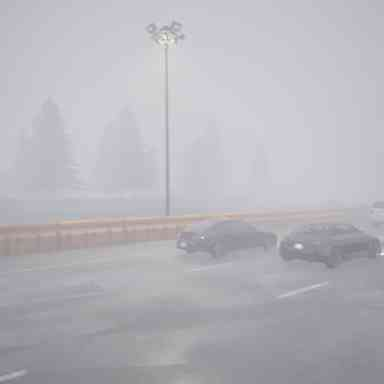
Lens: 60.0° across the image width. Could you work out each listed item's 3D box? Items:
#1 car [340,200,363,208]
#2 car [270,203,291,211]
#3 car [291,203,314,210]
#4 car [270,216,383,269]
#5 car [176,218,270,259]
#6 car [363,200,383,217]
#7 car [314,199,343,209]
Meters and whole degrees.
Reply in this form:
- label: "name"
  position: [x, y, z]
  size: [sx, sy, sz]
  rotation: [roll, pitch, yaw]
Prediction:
- label: "car"
  position: [22.550, 2.147, 45.443]
  size: [1.882, 1.535, 5.008]
  rotation: [-2, -2, 44]
- label: "car"
  position: [14.228, 2.420, 51.867]
  size: [5.357, 1.411, 2.033]
  rotation: [1, -2, -45]
- label: "car"
  position: [17.106, 2.371, 49.873]
  size: [1.994, 1.385, 4.181]
  rotation: [-2, -2, 44]
- label: "car"
  position: [5.065, 1.753, 12.044]
  size: [4.181, 1.385, 1.994]
  rotation: [1, -2, -37]
- label: "car"
  position: [1.525, 1.784, 13.760]
  size: [4.674, 1.442, 1.812]
  rotation: [0, -1, -37]
- label: "car"
  position: [15.123, 1.556, 24.303]
  size: [5.566, 2.045, 2.150]
  rotation: [0, -1, -38]
- label: "car"
  position: [20.216, 1.966, 48.045]
  size: [2.150, 2.045, 5.566]
  rotation: [-2, -2, 44]
